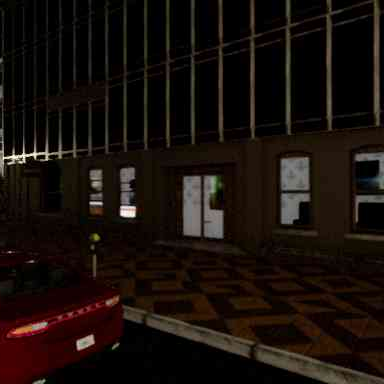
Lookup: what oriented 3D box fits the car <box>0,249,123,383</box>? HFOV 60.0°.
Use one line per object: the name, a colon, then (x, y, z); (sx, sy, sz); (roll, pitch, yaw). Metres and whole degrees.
car: (-3.008, 1.548, 5.021); (4.507, 1.381, 1.887); (0, 0, 36)
